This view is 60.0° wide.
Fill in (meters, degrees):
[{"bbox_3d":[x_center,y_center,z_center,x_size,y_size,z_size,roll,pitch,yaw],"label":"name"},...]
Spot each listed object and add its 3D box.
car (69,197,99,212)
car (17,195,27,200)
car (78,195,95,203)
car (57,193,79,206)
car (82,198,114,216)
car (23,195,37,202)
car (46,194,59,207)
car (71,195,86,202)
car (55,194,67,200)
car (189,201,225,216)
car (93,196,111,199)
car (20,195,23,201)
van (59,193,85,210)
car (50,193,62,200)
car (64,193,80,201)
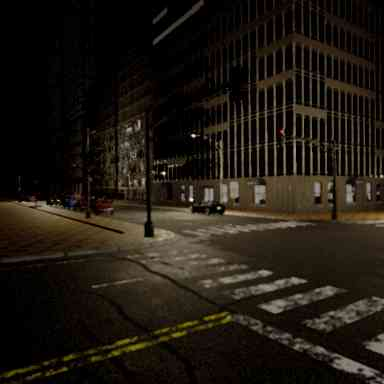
[{"bbox_3d":[-12.327,1.580,37.954,1.802,1.307,4.206,-1,1,-34],"label":"car"},{"bbox_3d":[-43.000,1.412,84.226,1.802,1.307,4.206,-1,1,-34],"label":"car"},{"bbox_3d":[-20.823,1.367,65.426,1.887,1.381,4.507,-1,1,-34],"label":"car"},{"bbox_3d":[-20.652,1.136,55.317,2.150,2.045,5.566,-1,1,-34],"label":"car"},{"bbox_3d":[-9.247,1.593,33.334,1.802,1.307,4.206,-1,1,-34],"label":"car"},{"bbox_3d":[-33.882,1.432,70.288,1.887,1.381,4.507,-1,1,-34],"label":"car"},{"bbox_3d":[-21.471,1.480,51.670,1.752,1.417,4.829,-1,1,-34],"label":"car"},{"bbox_3d":[-23.992,1.330,70.180,1.752,1.417,4.829,-1,1,-34],"label":"car"},{"bbox_3d":[-33.123,1.302,83.877,2.008,1.369,4.403,-1,1,-34],"label":"car"},{"bbox_3d":[1.409,1.494,31.931,1.947,1.339,4.313,-1,1,-34],"label":"car"},{"bbox_3d":[-14.767,1.379,56.341,1.752,1.417,4.829,-1,1,-34],"label":"car"},{"bbox_3d":[-39.920,1.415,79.607,1.947,1.339,4.313,-1,1,-34],"label":"car"},{"bbox_3d":[-15.408,1.325,42.571,1.690,1.788,3.998,-1,1,-34],"label":"van"},{"bbox_3d":[-36.199,1.173,88.490,1.967,1.590,4.097,-1,1,-34],"label":"car"},{"bbox_3d":[-26.974,1.103,74.650,2.192,1.841,5.009,-1,1,-34],"label":"car"}]
